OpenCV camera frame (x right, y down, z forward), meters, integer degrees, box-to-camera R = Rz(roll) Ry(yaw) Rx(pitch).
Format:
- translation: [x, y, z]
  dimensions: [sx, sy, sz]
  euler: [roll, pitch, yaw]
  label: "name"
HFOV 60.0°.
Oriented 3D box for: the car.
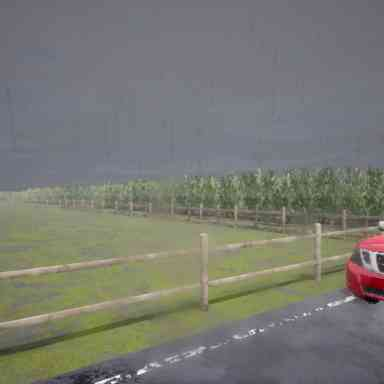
- translation: [5.604, 1.222, 7.067]
  dimensions: [5.566, 2.045, 2.150]
  euler: [0, 0, -35]
  label: "car"
